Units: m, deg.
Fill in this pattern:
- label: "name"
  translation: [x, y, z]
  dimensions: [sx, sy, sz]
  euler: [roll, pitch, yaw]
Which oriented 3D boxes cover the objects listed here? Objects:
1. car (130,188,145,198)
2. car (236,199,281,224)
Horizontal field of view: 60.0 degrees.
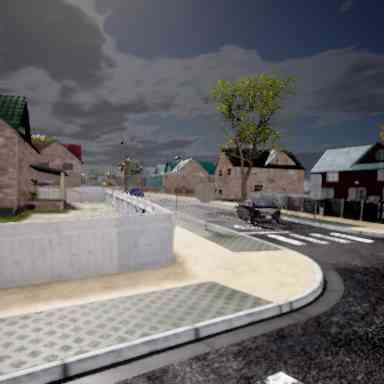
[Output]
- label: "car"
  translation: [-9.031, 0.121, 54.729]
  dimensions: [1.882, 1.535, 5.008]
  euler: [1, 1, -19]
- label: "car"
  translation: [4.219, 1.179, 21.645]
  dimensions: [2.128, 1.511, 4.902]
  euler: [2, 1, -5]
